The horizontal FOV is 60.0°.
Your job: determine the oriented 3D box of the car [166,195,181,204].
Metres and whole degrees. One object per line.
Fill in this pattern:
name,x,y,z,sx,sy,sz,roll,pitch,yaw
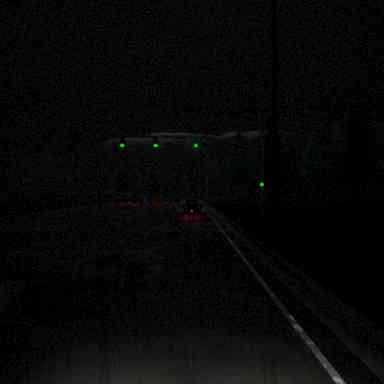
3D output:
car,-3.508,1.478,64.858,1.837,1.490,4.892,0,0,0

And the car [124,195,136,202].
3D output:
car,-14.010,1.443,75.072,1.812,1.442,4.674,0,0,0

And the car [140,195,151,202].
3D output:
car,-10.509,1.397,75.073,1.882,1.535,5.008,0,0,0

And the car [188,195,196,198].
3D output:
car,-0.008,1.537,65.162,1.994,1.385,4.181,0,0,0

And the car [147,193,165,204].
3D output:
car,-7.008,1.327,64.937,2.097,1.767,4.553,0,0,0

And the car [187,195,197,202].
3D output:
car,-0.009,1.465,75.073,1.994,1.385,4.181,0,0,0

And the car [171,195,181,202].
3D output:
car,-3.509,1.466,75.072,1.994,1.385,4.181,0,0,0

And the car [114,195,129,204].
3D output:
car,-14.008,1.500,64.949,1.812,1.442,4.674,0,0,0

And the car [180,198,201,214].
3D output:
car,-0.004,1.587,34.871,1.895,1.301,4.718,0,0,0

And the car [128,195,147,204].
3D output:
car,-10.508,1.478,64.681,1.837,1.490,4.892,0,0,0
